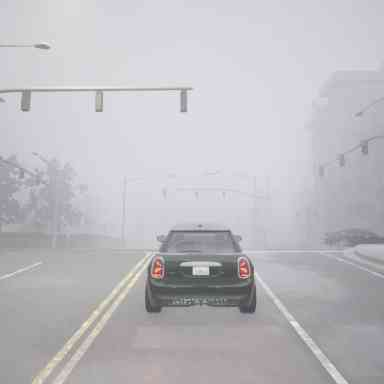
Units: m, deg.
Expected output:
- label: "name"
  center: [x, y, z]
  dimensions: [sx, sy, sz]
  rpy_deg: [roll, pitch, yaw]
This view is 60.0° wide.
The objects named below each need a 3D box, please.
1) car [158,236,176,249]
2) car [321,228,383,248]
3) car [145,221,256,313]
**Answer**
- label: "car"
  center: [-3.088, 6.472, 42.175]
  dimensions: [1.837, 1.490, 4.892]
  rpy_deg: [0, -10, 1]
- label: "car"
  center: [11.376, 3.238, 22.603]
  dimensions: [4.892, 1.490, 1.837]
  rpy_deg: [3, -9, 2]
- label: "car"
  center: [0.178, 1.486, 8.130]
  dimensions: [2.097, 1.767, 4.553]
  rpy_deg: [0, -1, 0]
